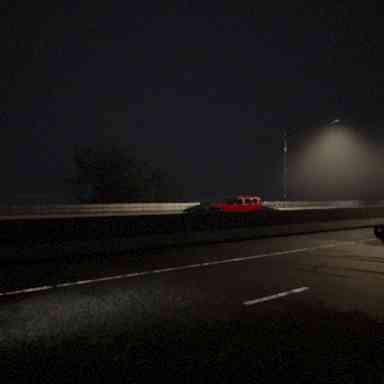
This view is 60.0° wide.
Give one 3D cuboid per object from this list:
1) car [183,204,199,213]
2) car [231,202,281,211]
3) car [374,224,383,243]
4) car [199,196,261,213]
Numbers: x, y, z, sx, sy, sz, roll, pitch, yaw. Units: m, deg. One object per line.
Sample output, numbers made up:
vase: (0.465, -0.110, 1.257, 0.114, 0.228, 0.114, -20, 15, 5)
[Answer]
car: (1.429, 1.672, 30.808, 4.892, 1.490, 1.837, 1, 0, -35)
car: (5.379, 1.730, 25.029, 4.181, 1.385, 1.994, 1, 0, -35)
car: (10.598, 1.757, 15.607, 4.718, 1.301, 1.895, 1, 0, -36)
car: (3.653, 1.391, 28.097, 5.566, 2.045, 2.150, 1, 0, -35)
